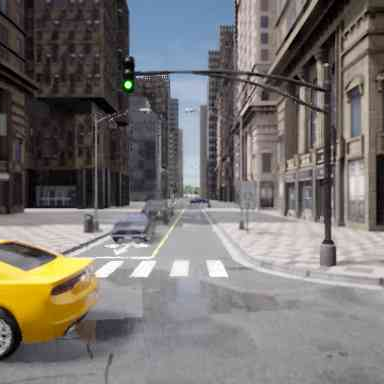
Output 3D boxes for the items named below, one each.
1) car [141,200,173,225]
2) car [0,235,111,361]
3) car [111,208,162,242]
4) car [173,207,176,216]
[{"bbox_3d":[-3.060,1.683,28.852,2.150,2.045,5.566,0,-1,0],"label":"car"},{"bbox_3d":[-4.086,1.501,5.332,5.008,1.535,1.882,0,0,0],"label":"car"},{"bbox_3d":[-3.080,1.853,18.575,2.033,1.411,5.357,0,-1,0],"label":"car"},{"bbox_3d":[-3.028,2.143,39.204,1.812,1.442,4.674,0,-1,0],"label":"car"}]
